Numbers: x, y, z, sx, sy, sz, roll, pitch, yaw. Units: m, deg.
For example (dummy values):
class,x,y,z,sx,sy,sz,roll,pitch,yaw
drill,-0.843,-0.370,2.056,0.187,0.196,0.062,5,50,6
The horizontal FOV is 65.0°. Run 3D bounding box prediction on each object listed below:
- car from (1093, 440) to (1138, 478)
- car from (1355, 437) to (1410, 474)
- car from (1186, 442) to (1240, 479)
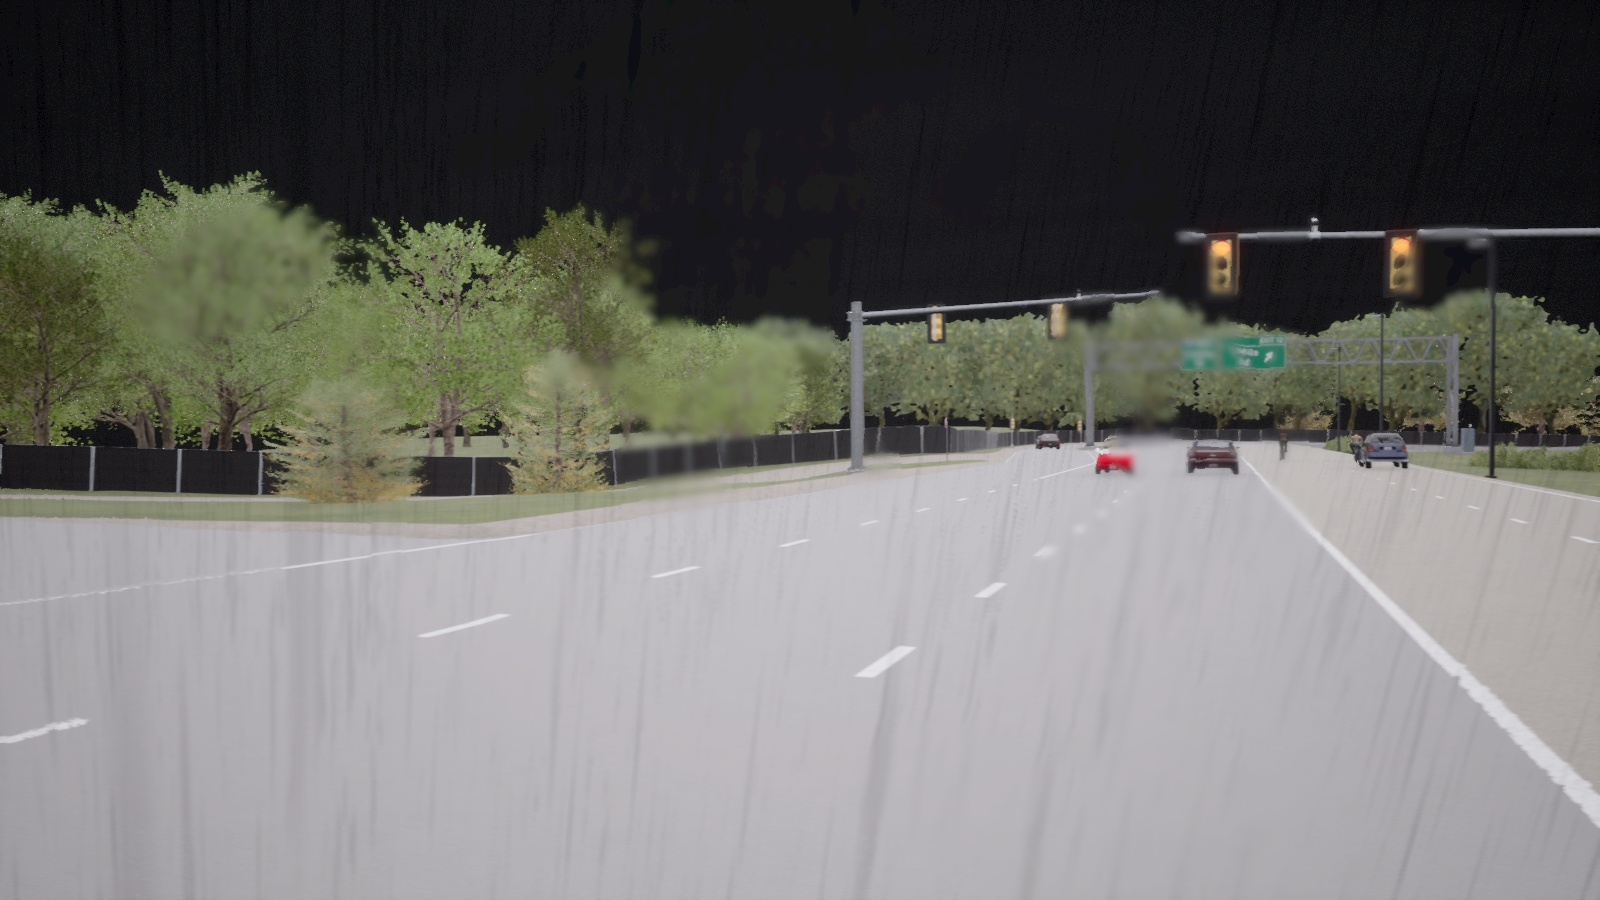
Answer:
class,x,y,z,sx,sy,sz,roll,pitch,yaw
car,11.964,0.329,47.616,1.481,1.376,2.207,1,0,18
car,25.575,0.203,55.242,1.789,1.549,3.705,1,1,18
car,16.000,0.378,48.659,1.895,1.301,4.718,1,1,18
